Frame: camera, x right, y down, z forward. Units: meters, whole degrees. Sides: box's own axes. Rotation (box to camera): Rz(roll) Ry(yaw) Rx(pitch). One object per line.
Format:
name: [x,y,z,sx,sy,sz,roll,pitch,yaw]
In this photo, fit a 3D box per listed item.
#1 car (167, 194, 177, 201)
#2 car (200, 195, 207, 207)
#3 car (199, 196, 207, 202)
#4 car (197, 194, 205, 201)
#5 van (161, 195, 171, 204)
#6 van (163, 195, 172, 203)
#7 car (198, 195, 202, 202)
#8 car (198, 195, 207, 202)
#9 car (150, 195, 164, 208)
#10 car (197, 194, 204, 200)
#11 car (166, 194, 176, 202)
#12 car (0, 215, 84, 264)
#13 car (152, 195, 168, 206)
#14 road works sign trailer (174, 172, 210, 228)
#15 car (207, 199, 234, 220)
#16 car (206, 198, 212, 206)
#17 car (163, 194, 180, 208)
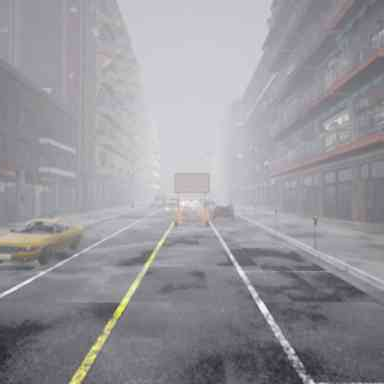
car: [-5.294,1.516,89.462,2.192,1.841,5.009,1,0,0]
car: [2.582,1.609,50.686,1.887,1.381,4.507,1,0,0]
car: [2.581,1.699,78.340,1.887,1.381,4.507,1,0,0]
car: [2.551,1.541,94.934,2.192,1.841,5.009,1,0,0]
van: [-5.293,1.453,67.340,1.690,1.788,3.998,2,0,0]
van: [-5.294,1.474,72.872,1.690,1.788,3.998,1,0,0]
car: [2.582,1.630,56.218,2.008,1.369,4.403,1,0,0]
car: [2.591,1.617,83.872,1.967,1.590,4.097,1,0,0]
car: [-5.297,1.590,50.579,1.752,1.417,4.829,2,0,0]
car: [2.582,1.677,72.810,1.887,1.381,4.507,1,0,0]
car: [-5.294,1.492,83.932,2.192,1.841,5.009,1,0,0]
car: [-5.294,1.528,11.872,1.752,1.417,4.829,2,0,0]
car: [-5.292,1.394,56.281,2.192,1.841,5.009,2,0,0]
road works sign trailer: [-0.010,0.475,22.245,2.380,3.560,2.880,0,0,0]
car: [2.584,1.563,28.564,1.887,1.381,4.507,1,0,0]
car: [2.584,1.553,34.266,1.752,1.417,4.829,1,0,0]
car: [-2.832,1.541,50.149,1.882,1.535,5.008,0,0,0]
